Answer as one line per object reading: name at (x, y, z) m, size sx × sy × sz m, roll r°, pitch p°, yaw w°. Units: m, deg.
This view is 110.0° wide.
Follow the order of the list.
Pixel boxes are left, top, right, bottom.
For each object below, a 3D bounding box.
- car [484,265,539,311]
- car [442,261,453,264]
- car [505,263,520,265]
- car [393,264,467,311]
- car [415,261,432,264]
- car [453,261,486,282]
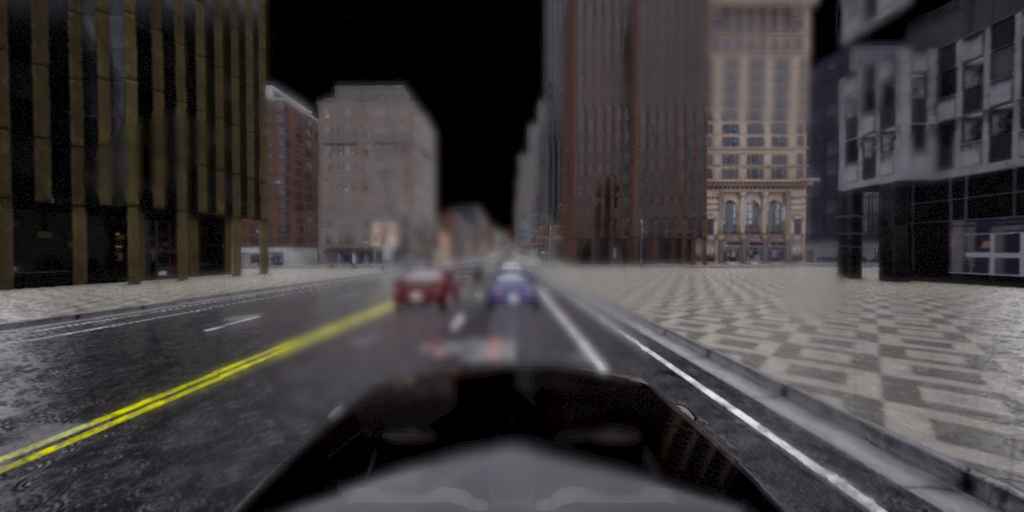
car at (0.069, 1.271, 14.415) m, size 1.812 × 1.442 × 4.674 m, roll 0°, pitch 0°, yaw 0°
car at (-6.599, 1.283, 37.865) m, size 1.812 × 1.442 × 4.674 m, roll 0°, pitch 0°, yaw 0°
car at (0.055, 1.277, 29.334) m, size 1.812 × 1.442 × 4.674 m, roll 0°, pitch 0°, yaw 0°
car at (-3.185, 1.223, 14.410) m, size 1.882 × 1.535 × 5.008 m, roll 0°, pitch -1°, yaw 0°
car at (-9.845, 1.252, 38.987) m, size 2.128 × 1.511 × 4.902 m, roll 0°, pitch 0°, yaw 0°
car at (-3.198, 1.256, 28.581) m, size 1.837 × 1.490 × 4.892 m, roll 0°, pitch 0°, yaw 0°
